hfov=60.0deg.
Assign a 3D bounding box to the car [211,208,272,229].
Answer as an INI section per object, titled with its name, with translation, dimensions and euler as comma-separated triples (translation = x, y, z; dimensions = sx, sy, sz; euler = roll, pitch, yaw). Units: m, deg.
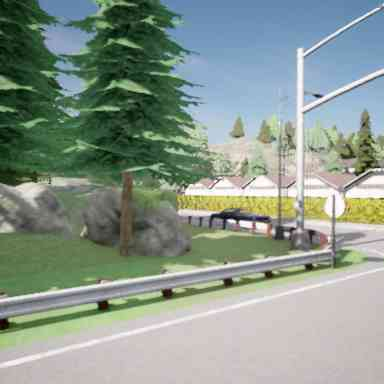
[car]
translation = 3.491, 1.844, 24.060
dimensions = 1.895, 1.301, 4.718
euler = 0, 0, -34
